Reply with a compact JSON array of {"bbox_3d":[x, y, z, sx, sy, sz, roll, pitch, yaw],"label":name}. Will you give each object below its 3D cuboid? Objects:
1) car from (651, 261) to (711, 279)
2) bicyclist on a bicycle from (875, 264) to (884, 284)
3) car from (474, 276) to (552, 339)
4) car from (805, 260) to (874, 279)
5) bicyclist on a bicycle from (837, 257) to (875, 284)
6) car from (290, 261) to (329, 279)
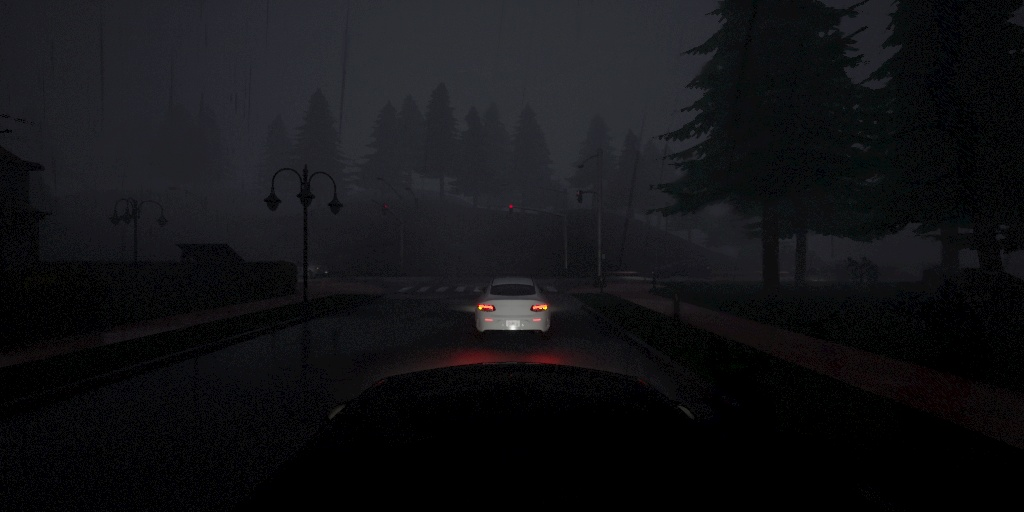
[{"bbox_3d":[14.055,1.113,29.889,4.674,1.442,1.812,0,0,-1],"label":"car"},{"bbox_3d":[21.774,0.892,21.981,0.582,1.620,1.656,0,0,-14],"label":"bicyclist on a bicycle"},{"bbox_3d":[0.020,1.276,9.955,1.812,1.442,4.674,0,0,0],"label":"car"},{"bbox_3d":[27.134,1.065,29.927,5.008,1.535,1.882,0,0,0],"label":"car"},{"bbox_3d":[21.127,0.891,22.240,0.582,1.620,1.656,0,0,-16],"label":"bicyclist on a bicycle"},{"bbox_3d":[-17.671,1.113,29.668,4.674,1.442,1.812,0,0,0],"label":"car"}]
